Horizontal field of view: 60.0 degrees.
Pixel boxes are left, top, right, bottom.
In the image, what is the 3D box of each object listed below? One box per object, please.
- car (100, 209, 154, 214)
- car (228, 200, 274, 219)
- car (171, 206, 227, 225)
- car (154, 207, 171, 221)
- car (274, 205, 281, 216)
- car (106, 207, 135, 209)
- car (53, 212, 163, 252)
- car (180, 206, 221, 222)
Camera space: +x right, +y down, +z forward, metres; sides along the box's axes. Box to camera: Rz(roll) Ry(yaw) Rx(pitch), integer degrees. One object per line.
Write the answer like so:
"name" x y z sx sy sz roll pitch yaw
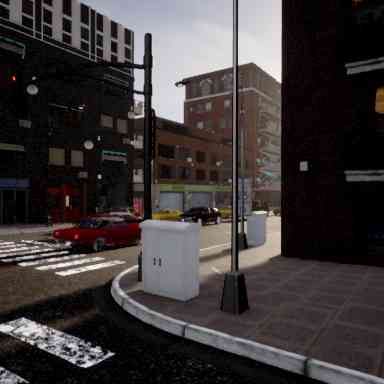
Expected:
"car" -4.667 1.881 19.663 1.895 1.301 4.718 0 -1 35
"car" 6.385 1.866 35.494 2.150 2.045 5.566 0 -1 35
"car" 0.700 1.962 27.349 1.837 1.490 4.892 0 -1 35
"car" -2.353 1.944 27.528 1.752 1.417 4.829 -1 -2 35
"car" 12.513 2.394 44.205 2.033 1.411 5.357 0 -1 35
"car" -5.416 1.758 23.141 1.967 1.590 4.097 -1 -2 35
"car" -3.722 1.834 15.281 1.895 1.301 4.718 0 -1 36
"car" 0.905 2.092 32.196 1.947 1.339 4.313 -1 -2 35
